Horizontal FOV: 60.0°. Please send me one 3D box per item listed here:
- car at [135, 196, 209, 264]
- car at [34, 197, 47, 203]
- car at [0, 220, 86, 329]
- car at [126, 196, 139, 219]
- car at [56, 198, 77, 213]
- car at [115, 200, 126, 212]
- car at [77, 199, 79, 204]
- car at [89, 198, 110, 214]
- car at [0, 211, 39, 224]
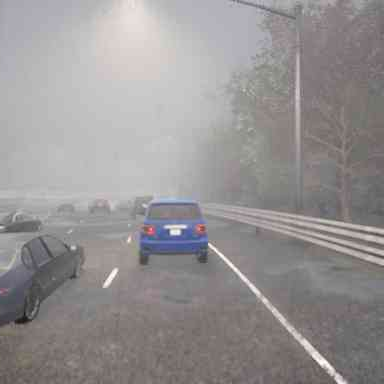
[{"bbox_3d":[-0.779,1.264,12.251,2.150,2.045,5.566,0,0,-6],"label":"car"},{"bbox_3d":[-38.584,1.976,84.606,4.181,1.385,1.994,0,0,41],"label":"car"},{"bbox_3d":[-3.772,1.585,7.078,2.033,1.411,5.357,0,0,-4],"label":"car"},{"bbox_3d":[-4.649,1.341,30.989,2.150,2.045,5.566,0,0,-15],"label":"car"},{"bbox_3d":[-15.357,1.716,40.474,1.812,1.442,4.674,0,0,-23],"label":"car"},{"bbox_3d":[-8.375,1.730,41.817,1.994,1.385,4.181,0,0,-22],"label":"car"},{"bbox_3d":[-25.835,1.883,71.335,1.994,1.385,4.181,0,0,-41],"label":"car"},{"bbox_3d":[-10.669,1.516,38.123,2.097,1.767,4.553,0,0,-20],"label":"car"},{"bbox_3d":[-8.207,1.572,14.865,2.128,1.511,4.902,0,0,-8],"label":"car"}]
